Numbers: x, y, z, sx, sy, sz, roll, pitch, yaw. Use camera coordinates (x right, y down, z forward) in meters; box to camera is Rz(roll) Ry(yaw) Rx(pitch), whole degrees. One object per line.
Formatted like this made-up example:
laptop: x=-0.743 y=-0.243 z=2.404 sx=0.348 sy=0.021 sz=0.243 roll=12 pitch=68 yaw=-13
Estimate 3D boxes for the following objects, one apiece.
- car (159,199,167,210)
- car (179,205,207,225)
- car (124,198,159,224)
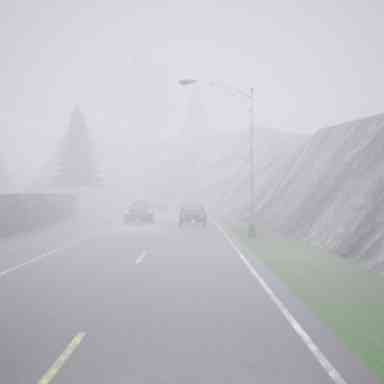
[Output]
car: x=-4.954 y=1.547 z=42.592 sx=1.812 sy=1.442 sz=4.674 roll=1 pitch=-1 yaw=-38
car: x=-0.027 y=1.613 z=24.146 sx=1.895 sy=1.301 sz=4.718 roll=0 pitch=0 yaw=-3
car: x=-3.831 y=1.365 z=25.071 sx=2.097 sy=1.767 sz=4.553 roll=0 pitch=0 yaw=-3
